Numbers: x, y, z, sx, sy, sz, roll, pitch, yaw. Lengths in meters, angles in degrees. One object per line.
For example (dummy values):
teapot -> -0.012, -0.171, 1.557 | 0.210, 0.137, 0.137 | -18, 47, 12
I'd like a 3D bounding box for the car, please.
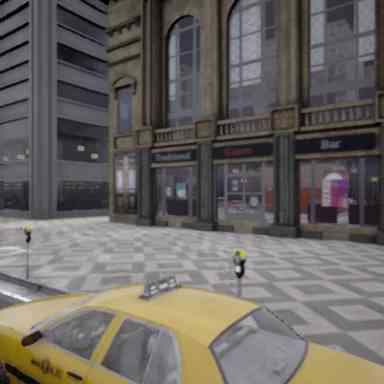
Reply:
car -> -0.517, 1.524, 3.325 | 4.829, 1.417, 1.752 | 0, 0, 35
